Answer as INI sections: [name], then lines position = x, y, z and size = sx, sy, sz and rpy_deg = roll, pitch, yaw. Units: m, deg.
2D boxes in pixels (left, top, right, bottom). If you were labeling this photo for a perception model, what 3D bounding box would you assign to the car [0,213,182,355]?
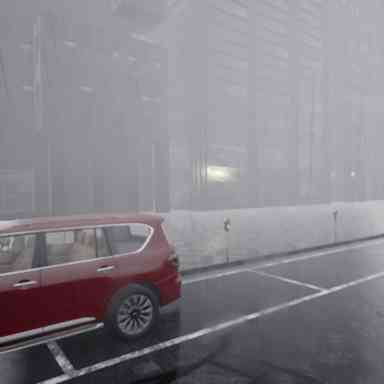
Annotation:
[car]
position = -2.483, 1.305, 4.882
size = 5.009, 1.841, 2.192
rpy_deg = -1, 0, -36
